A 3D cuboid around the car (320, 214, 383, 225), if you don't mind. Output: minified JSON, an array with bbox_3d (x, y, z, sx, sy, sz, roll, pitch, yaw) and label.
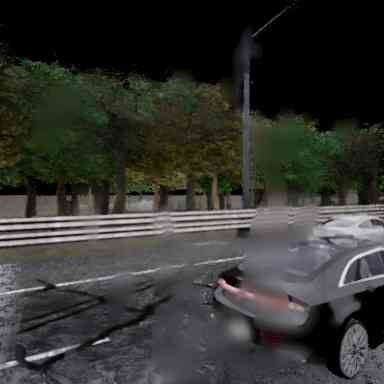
[{"bbox_3d":[6.168,1.552,12.252,4.674,1.442,1.812,0,0,-34],"label":"car"}]

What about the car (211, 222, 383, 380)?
[{"bbox_3d":[2.577,1.503,5.522,4.902,1.511,2.128,0,0,-35],"label":"car"}]
